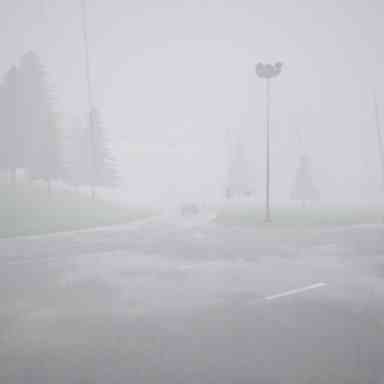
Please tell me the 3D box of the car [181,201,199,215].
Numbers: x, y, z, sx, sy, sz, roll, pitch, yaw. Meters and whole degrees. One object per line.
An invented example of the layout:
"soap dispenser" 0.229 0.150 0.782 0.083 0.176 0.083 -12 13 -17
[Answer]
"car" -0.256 1.710 36.288 1.812 1.442 4.674 1 0 0
